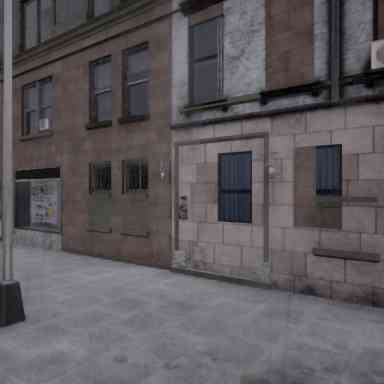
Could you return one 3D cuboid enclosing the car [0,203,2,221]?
[{"bbox_3d":[-14.487,1.531,26.834,2.033,1.411,5.357,0,0,36],"label":"car"}]
